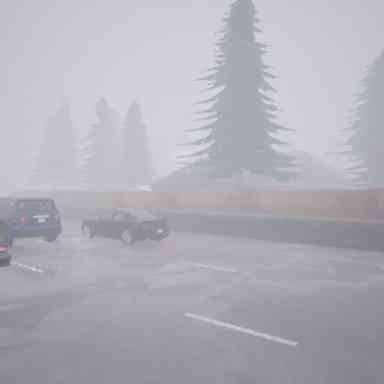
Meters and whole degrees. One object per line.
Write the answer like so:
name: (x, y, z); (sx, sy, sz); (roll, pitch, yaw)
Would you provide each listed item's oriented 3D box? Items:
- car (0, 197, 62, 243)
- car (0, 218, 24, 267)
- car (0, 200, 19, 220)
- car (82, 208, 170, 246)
car: (-8.088, 1.238, 15.245); (5.566, 2.045, 2.150); (0, 0, 42)
car: (-7.269, 1.556, 9.866); (5.357, 1.411, 2.033); (0, 0, 40)
car: (-17.051, 1.521, 29.189); (2.128, 1.511, 4.902); (0, 0, -42)
car: (-3.243, 1.501, 15.677); (5.008, 1.535, 1.882); (0, 0, 40)
